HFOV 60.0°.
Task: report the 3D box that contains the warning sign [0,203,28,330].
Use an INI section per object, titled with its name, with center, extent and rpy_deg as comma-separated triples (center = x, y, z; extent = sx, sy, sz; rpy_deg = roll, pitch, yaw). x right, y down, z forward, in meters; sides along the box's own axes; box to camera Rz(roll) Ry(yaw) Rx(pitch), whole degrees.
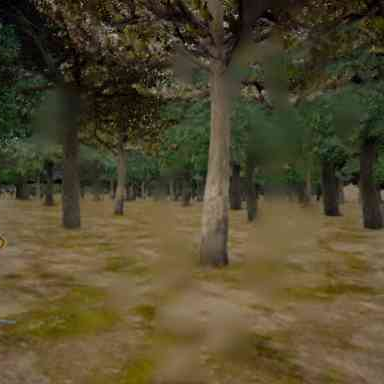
[warning sign]
center = -3.411, 1.116, 4.992
extent = 1.060, 1.860, 1.300
rpy_deg = -1, 0, 30
